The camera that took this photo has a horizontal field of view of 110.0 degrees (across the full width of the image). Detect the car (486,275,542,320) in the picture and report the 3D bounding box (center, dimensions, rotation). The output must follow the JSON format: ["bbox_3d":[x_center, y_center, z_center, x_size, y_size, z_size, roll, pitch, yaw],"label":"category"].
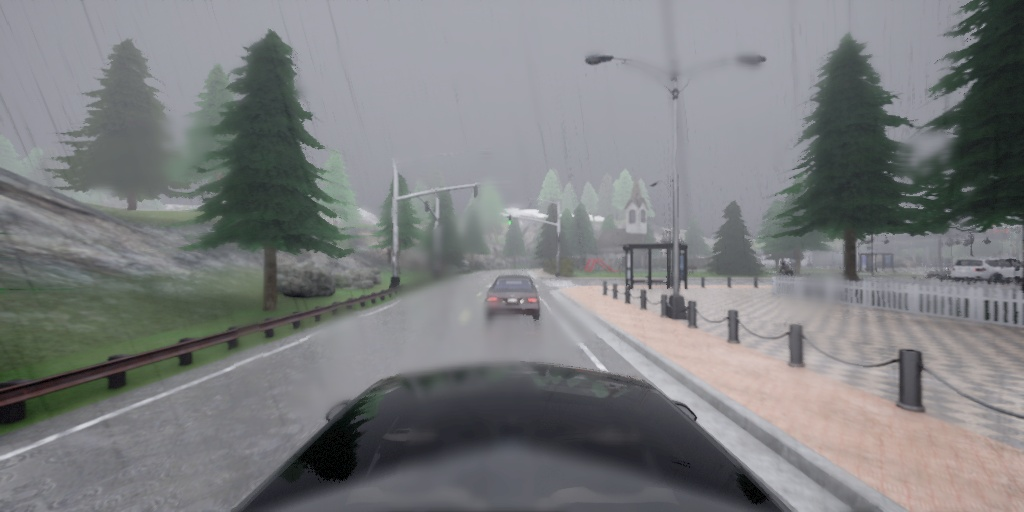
[{"bbox_3d":[0.063,1.406,13.199,2.033,1.411,5.357,0,-1,0],"label":"car"}]

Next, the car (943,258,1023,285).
[{"bbox_3d":[38.058,1.208,28.133,5.566,2.045,2.150,0,-1,0],"label":"car"}]

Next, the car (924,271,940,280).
[{"bbox_3d":[40.049,1.567,31.716,5.357,1.411,2.033,0,-1,0],"label":"car"}]

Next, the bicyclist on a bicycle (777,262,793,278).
[{"bbox_3d":[18.353,1.247,24.110,0.582,1.620,1.656,0,-1,0],"label":"bicyclist on a bicycle"}]
